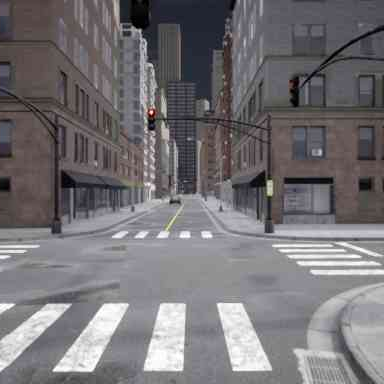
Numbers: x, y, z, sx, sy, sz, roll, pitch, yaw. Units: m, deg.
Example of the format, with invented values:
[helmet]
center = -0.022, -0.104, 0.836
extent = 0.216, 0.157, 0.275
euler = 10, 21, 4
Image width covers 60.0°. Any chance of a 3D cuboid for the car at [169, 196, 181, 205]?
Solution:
[car]
center = -2.987, 1.427, 59.698
extent = 1.882, 1.535, 5.008
euler = 0, 0, 0
